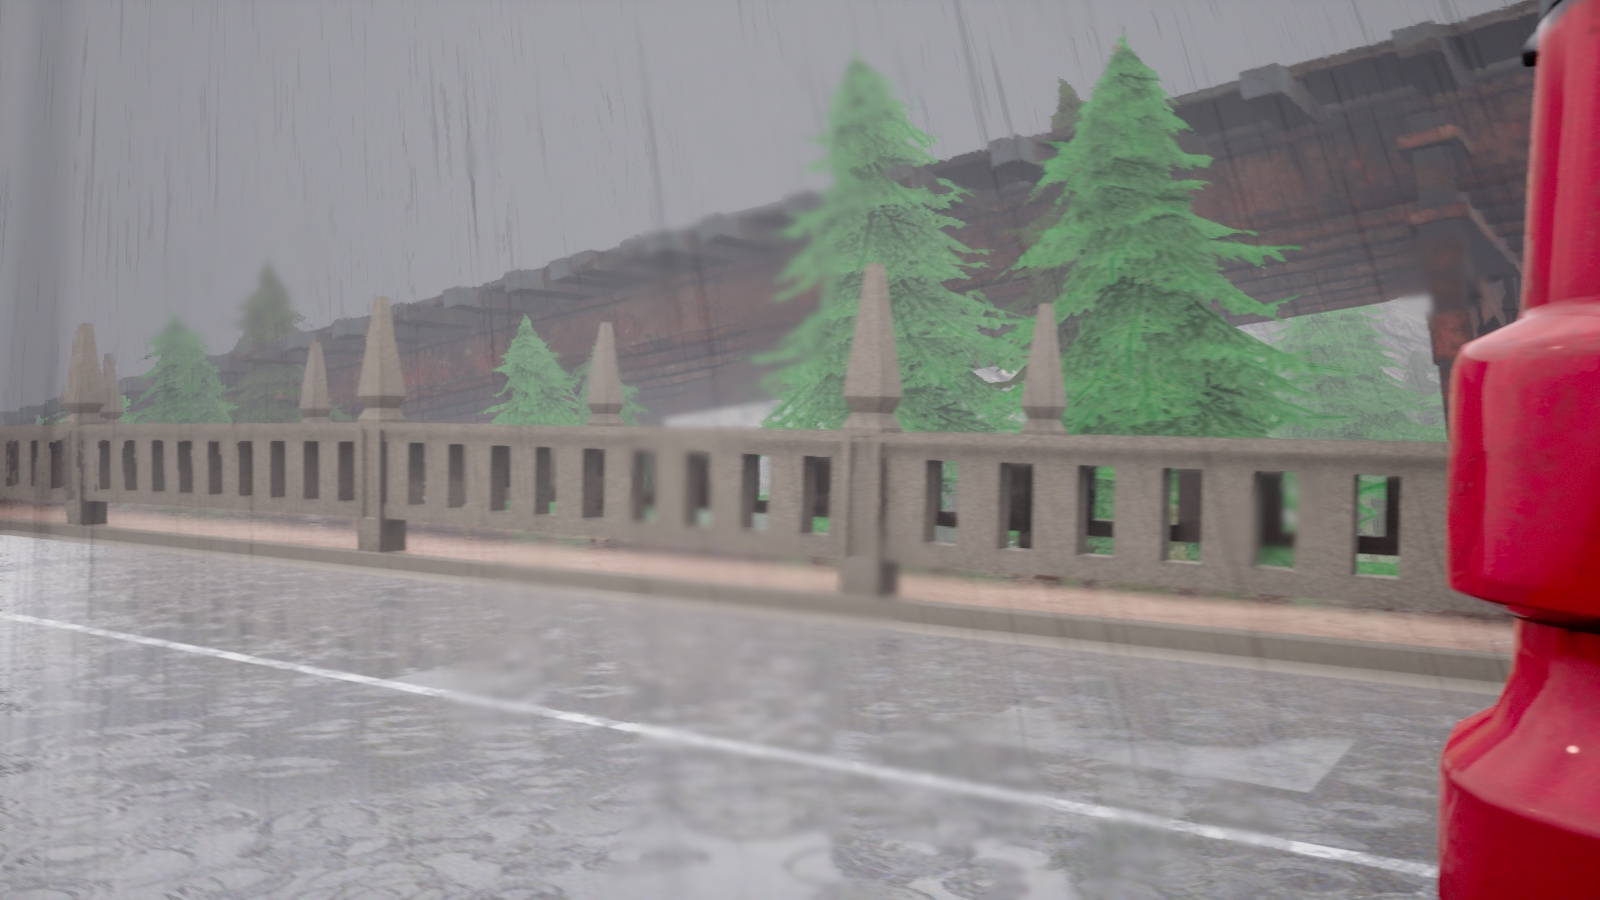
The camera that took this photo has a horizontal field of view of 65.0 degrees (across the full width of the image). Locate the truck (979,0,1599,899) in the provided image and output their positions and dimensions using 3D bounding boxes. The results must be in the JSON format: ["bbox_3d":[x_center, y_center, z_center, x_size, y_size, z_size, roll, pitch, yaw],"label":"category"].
[{"bbox_3d":[4.571,-0.472,0.563,8.468,3.827,2.891,0,1,34],"label":"truck"}]
